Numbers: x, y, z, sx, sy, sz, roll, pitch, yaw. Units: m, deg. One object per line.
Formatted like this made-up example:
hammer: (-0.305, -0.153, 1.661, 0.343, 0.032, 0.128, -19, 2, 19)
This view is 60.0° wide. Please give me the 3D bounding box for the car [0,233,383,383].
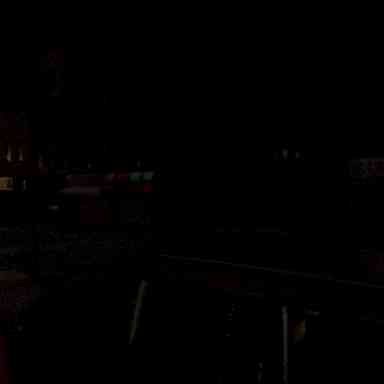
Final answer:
car: (-0.038, 1.316, 2.827, 5.009, 1.841, 2.192, 0, 0, 36)
